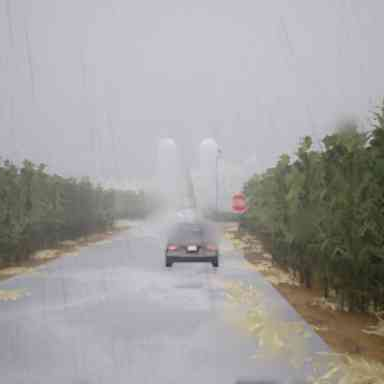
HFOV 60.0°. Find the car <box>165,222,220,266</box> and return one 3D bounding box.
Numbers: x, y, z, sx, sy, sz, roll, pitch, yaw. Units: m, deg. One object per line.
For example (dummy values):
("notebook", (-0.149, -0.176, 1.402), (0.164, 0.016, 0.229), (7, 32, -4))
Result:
("car", (0.009, 1.848, 12.611), (2.033, 1.411, 5.357), (0, -2, 0))

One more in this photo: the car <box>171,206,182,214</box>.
("car", (-3.102, 3.589, 67.042), (2.128, 1.511, 4.902), (0, -2, 0))
